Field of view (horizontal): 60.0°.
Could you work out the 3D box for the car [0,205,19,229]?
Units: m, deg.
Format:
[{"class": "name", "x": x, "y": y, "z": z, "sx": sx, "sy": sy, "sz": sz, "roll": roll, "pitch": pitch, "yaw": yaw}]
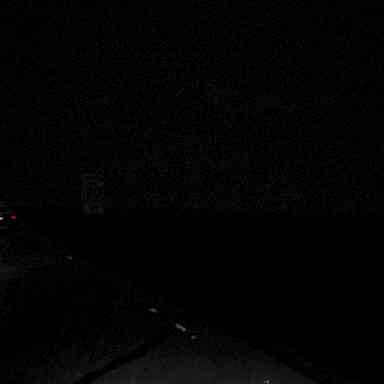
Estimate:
[{"class": "car", "x": -12.039, "y": 1.521, "z": 20.679, "sx": 2.033, "sy": 1.411, "sz": 5.357, "roll": -1, "pitch": 0, "yaw": -34}]
